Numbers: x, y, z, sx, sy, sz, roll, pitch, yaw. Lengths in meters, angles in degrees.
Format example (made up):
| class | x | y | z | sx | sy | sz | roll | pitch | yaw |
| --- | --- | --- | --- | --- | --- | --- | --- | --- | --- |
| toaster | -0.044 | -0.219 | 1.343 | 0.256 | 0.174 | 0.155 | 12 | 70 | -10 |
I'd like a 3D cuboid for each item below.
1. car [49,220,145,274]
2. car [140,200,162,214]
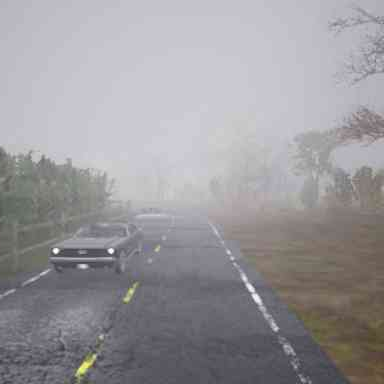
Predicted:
| class | x | y | z | sx | sy | sz | roll | pitch | yaw |
| --- | --- | --- | --- | --- | --- | --- | --- | --- | --- |
| car | -2.806 | 1.621 | 10.809 | 1.895 | 1.301 | 4.718 | 0 | 0 | 1 |
| car | -4.400 | 1.589 | 35.294 | 1.994 | 1.385 | 4.181 | 0 | 0 | -14 |
